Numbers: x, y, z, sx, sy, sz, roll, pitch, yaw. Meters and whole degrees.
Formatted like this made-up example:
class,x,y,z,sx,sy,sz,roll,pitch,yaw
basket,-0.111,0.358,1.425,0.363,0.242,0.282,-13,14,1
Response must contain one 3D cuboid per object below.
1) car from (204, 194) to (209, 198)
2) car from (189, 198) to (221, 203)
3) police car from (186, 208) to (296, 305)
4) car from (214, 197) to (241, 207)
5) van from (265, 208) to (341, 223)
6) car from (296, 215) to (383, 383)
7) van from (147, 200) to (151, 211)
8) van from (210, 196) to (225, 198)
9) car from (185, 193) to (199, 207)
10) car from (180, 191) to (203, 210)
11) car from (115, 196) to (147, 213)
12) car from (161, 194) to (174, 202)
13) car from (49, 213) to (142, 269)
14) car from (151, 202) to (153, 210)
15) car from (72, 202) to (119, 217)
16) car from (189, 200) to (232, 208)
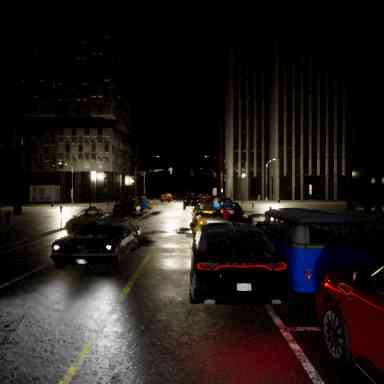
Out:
class,x,y,z,sx,sy,sz,roll,pitch,yaw
car,2.725,1.314,35.858,2.192,1.841,5.009,0,0,0
car,0.875,1.454,24.359,1.801,1.575,5.366,0,0,0
police car,0.890,1.425,8.280,1.930,1.638,5.238,0,0,0
car,2.739,1.439,24.807,1.967,1.590,4.097,0,0,0
van,2.758,1.341,8.230,1.690,1.788,3.998,0,0,0
car,2.764,1.315,2.705,2.192,1.841,5.009,0,0,0
van,-5.804,1.340,35.862,1.690,1.788,3.998,0,0,0
van,2.732,1.340,30.332,1.690,1.788,3.998,0,0,0
car,-0.053,1.237,53.593,2.150,2.045,5.566,0,0,0
car,-0.040,1.222,43.220,2.150,2.045,5.566,0,0,0
car,-5.800,1.314,30.337,2.192,1.841,5.009,0,0,0
car,-5.840,1.336,73.951,2.192,1.841,5.009,0,0,0
car,-3.012,1.600,11.294,1.895,1.301,4.718,0,0,0
car,-5.808,1.525,41.216,1.752,1.417,4.829,0,0,0
car,-5.790,1.524,19.117,1.752,1.417,4.829,0,0,0
car,0.881,1.454,18.360,1.801,1.575,5.366,0,0,0
